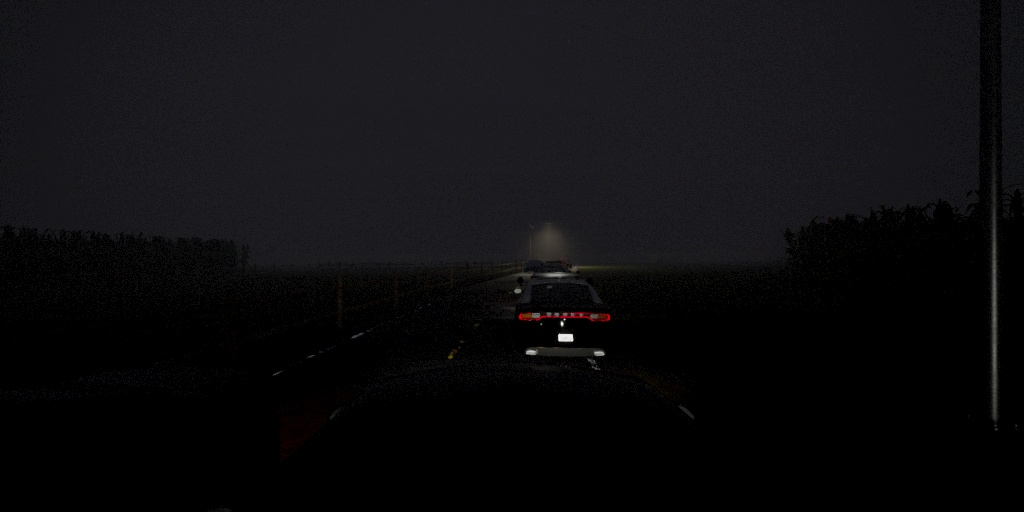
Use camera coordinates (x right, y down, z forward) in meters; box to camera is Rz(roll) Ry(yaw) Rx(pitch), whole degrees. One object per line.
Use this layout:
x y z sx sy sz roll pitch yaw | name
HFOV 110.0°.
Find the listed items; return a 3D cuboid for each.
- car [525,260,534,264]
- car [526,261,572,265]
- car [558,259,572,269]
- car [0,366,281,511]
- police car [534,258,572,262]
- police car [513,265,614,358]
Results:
2.647 1.194 41.408 1.882 1.535 5.008 0 0 12 | car
1.981 1.218 18.326 1.882 1.535 5.008 0 0 7 | car
8.316 1.259 55.891 1.994 1.385 4.181 0 0 12 | car
-2.601 1.227 0.461 1.882 1.535 5.008 0 0 1 | car
2.874 1.159 24.279 1.930 1.638 5.238 0 0 10 | police car
1.063 1.173 8.632 1.930 1.638 5.238 0 0 3 | police car
